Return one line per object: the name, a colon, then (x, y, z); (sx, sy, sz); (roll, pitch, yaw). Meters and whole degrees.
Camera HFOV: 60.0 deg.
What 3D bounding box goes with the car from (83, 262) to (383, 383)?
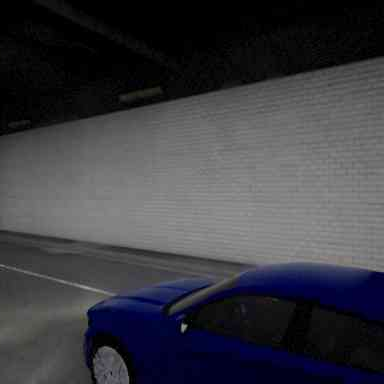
car: (0.999, 1.478, 3.279); (5.008, 1.535, 1.882); (0, 0, 35)
